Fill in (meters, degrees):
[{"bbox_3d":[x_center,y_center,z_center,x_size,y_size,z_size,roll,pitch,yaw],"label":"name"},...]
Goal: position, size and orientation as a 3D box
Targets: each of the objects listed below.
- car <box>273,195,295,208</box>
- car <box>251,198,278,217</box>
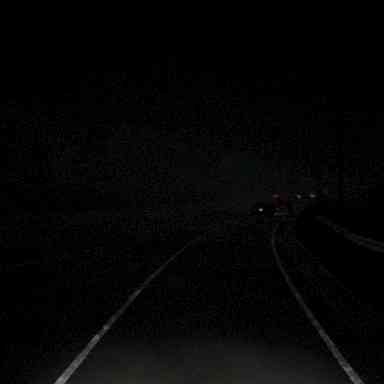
[{"bbox_3d":[13.849,1.552,49.834,1.812,1.442,4.674,0,0,24],"label":"car"},{"bbox_3d":[6.810,1.573,31.771,1.994,1.385,4.181,0,0,18],"label":"car"}]
